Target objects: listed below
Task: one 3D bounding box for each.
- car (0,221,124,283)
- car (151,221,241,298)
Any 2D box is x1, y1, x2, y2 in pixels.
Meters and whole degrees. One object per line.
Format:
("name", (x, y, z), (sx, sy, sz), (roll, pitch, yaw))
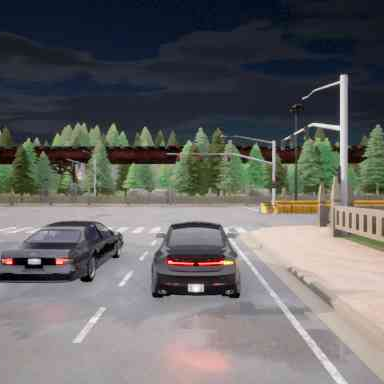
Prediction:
("car", (-3.385, 1.547, 9.682), (2.033, 1.411, 5.357), (0, 0, 0))
("car", (0.101, 1.505, 8.492), (1.837, 1.490, 4.892), (0, 0, 1))
